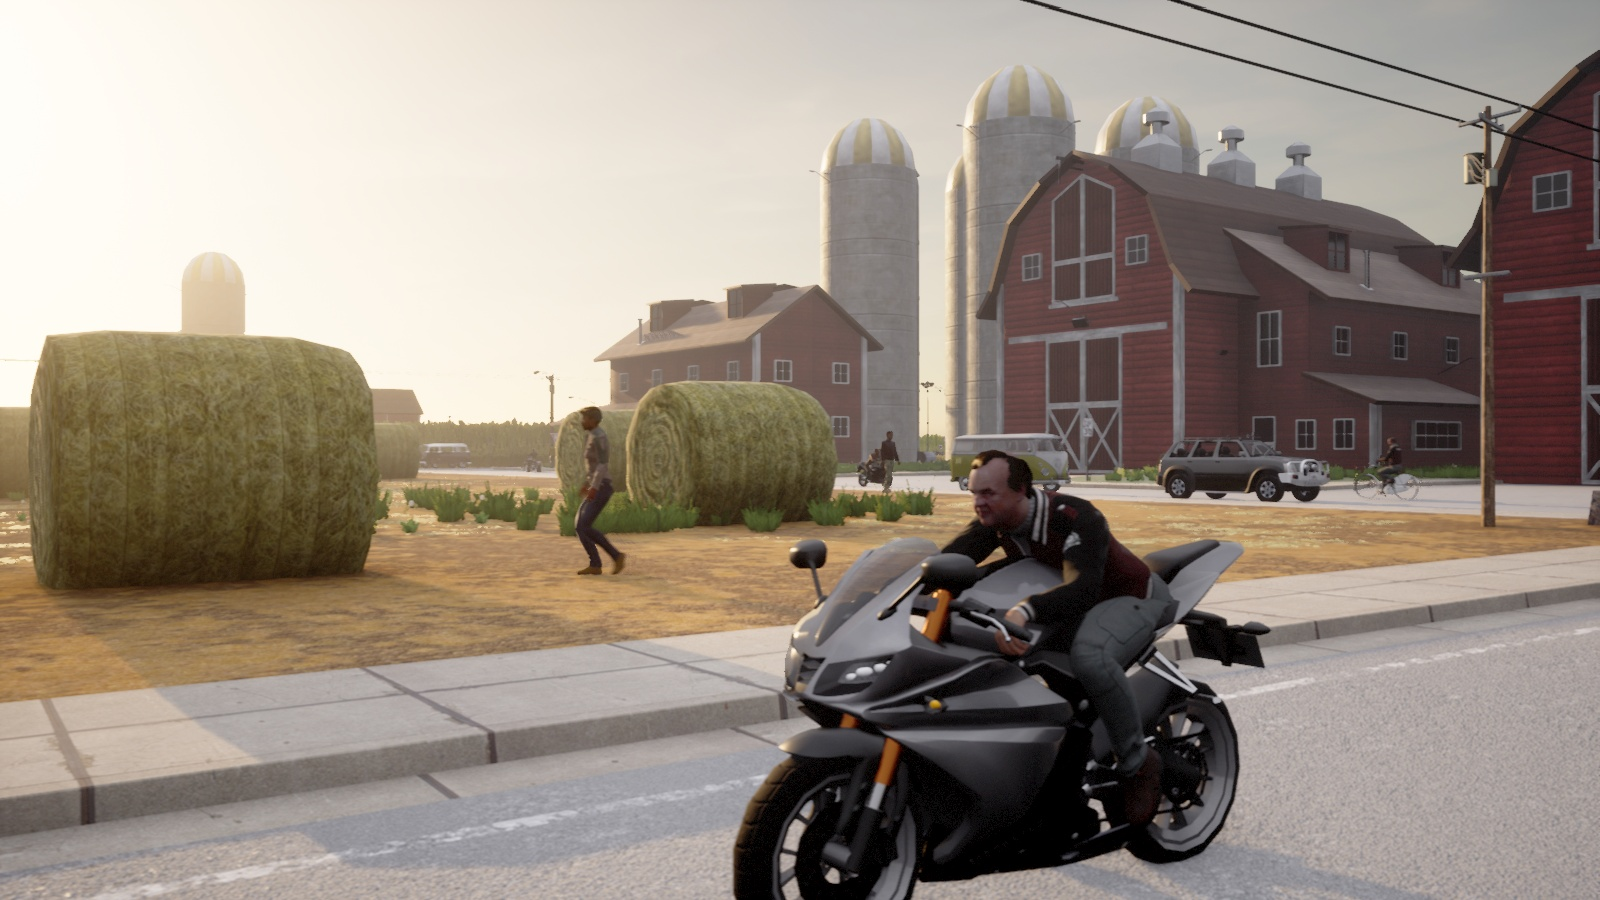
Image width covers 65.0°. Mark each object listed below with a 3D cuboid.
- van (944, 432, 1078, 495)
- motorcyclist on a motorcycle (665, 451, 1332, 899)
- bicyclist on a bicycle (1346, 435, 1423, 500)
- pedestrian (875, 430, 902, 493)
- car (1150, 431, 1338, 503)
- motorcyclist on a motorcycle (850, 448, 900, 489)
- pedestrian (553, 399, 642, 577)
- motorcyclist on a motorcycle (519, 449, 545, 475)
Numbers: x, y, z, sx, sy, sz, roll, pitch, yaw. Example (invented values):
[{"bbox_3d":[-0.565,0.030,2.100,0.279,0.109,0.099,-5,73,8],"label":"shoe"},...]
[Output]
[{"bbox_3d":[6.993,0.424,42.025,1.775,1.987,4.442,0,0,-36],"label":"van"},{"bbox_3d":[0.730,0.776,4.168,2.191,1.530,0.866,0,0,-35],"label":"motorcyclist on a motorcycle"},{"bbox_3d":[16.321,0.467,35.105,0.659,1.776,1.843,-1,0,-36],"label":"bicyclist on a bicycle"},{"bbox_3d":[2.608,0.344,37.071,0.431,1.840,0.703,0,0,-36],"label":"pedestrian"},{"bbox_3d":[12.208,0.455,34.819,1.932,1.855,4.605,-1,0,-36],"label":"car"},{"bbox_3d":[2.841,0.675,47.765,0.797,1.523,2.044,0,0,-36],"label":"motorcyclist on a motorcycle"},{"bbox_3d":[-2.109,0.385,13.064,0.869,1.805,0.328,0,0,-16],"label":"pedestrian"},{"bbox_3d":[-17.480,0.758,81.819,0.766,1.649,2.350,0,0,-36],"label":"motorcyclist on a motorcycle"}]
